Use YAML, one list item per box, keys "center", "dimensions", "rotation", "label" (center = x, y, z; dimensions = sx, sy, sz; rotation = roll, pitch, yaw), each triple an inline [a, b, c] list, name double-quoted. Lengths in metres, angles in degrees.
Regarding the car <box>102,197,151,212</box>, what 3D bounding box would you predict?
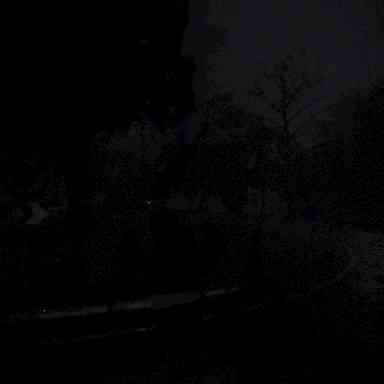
- center: [-6.595, 1.231, 33.739]
  dimensions: [4.902, 1.511, 2.128]
  rotation: [1, 0, 2]
  label: "car"
